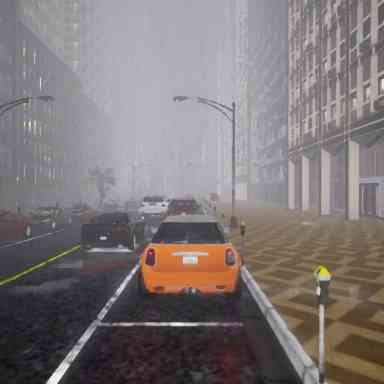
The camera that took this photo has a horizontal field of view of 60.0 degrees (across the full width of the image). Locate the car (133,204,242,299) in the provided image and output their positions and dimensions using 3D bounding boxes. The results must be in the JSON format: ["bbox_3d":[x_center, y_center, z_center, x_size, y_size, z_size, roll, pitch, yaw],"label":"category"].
[{"bbox_3d":[-0.033,1.351,8.621,2.097,1.767,4.553,0,0,0],"label":"car"}]

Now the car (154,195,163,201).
[{"bbox_3d":[-8.844,1.545,88.876,1.947,1.339,4.313,-1,0,0],"label":"car"}]

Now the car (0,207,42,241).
[{"bbox_3d":[-8.843,1.541,14.989,1.887,1.381,4.507,-1,0,0],"label":"car"}]

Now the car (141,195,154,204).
[{"bbox_3d":[-8.845,1.426,66.141,1.967,1.590,4.097,-1,0,0],"label":"car"}]

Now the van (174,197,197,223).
[{"bbox_3d":[-0.465,1.336,26.356,1.690,1.788,3.998,-1,0,0],"label":"van"}]

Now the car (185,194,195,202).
[{"bbox_3d":[-0.465,1.298,77.509,2.192,1.841,5.009,-1,0,0],"label":"car"}]

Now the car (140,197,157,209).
[{"bbox_3d":[-6.146,1.552,47.248,1.837,1.490,4.892,0,0,0],"label":"car"}]

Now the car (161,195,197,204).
[{"bbox_3d":[-0.465,1.311,20.672,2.192,1.841,5.009,-1,0,0],"label":"car"}]

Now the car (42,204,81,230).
[{"bbox_3d":[-8.844,1.547,20.672,2.008,1.369,4.403,-1,0,0],"label":"car"}]

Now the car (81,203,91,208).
[{"bbox_3d":[-8.843,1.577,26.356,1.802,1.307,4.206,-1,0,0],"label":"car"}]

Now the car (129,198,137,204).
[{"bbox_3d":[-8.843,1.541,49.090,2.008,1.369,4.403,-1,0,0],"label":"car"}]

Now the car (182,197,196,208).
[{"bbox_3d":[-0.463,1.541,49.090,2.008,1.369,4.403,-1,0,0],"label":"car"}]

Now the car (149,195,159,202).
[{"bbox_3d":[-8.843,1.508,77.339,1.752,1.417,4.829,-1,0,0],"label":"car"}]

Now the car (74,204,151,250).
[{"bbox_3d":[-3.146,1.483,14.247,1.882,1.535,5.008,0,0,0],"label":"car"}]

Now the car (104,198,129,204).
[{"bbox_3d":[-8.844,1.543,37.723,2.008,1.369,4.403,-1,0,0],"label":"car"}]

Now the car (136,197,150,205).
[{"bbox_3d":[-8.843,1.569,60.458,1.802,1.307,4.206,-1,0,0],"label":"car"}]

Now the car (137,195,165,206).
[{"bbox_3d":[-3.146,1.253,29.276,2.150,2.045,5.566,0,0,0],"label":"car"}]
